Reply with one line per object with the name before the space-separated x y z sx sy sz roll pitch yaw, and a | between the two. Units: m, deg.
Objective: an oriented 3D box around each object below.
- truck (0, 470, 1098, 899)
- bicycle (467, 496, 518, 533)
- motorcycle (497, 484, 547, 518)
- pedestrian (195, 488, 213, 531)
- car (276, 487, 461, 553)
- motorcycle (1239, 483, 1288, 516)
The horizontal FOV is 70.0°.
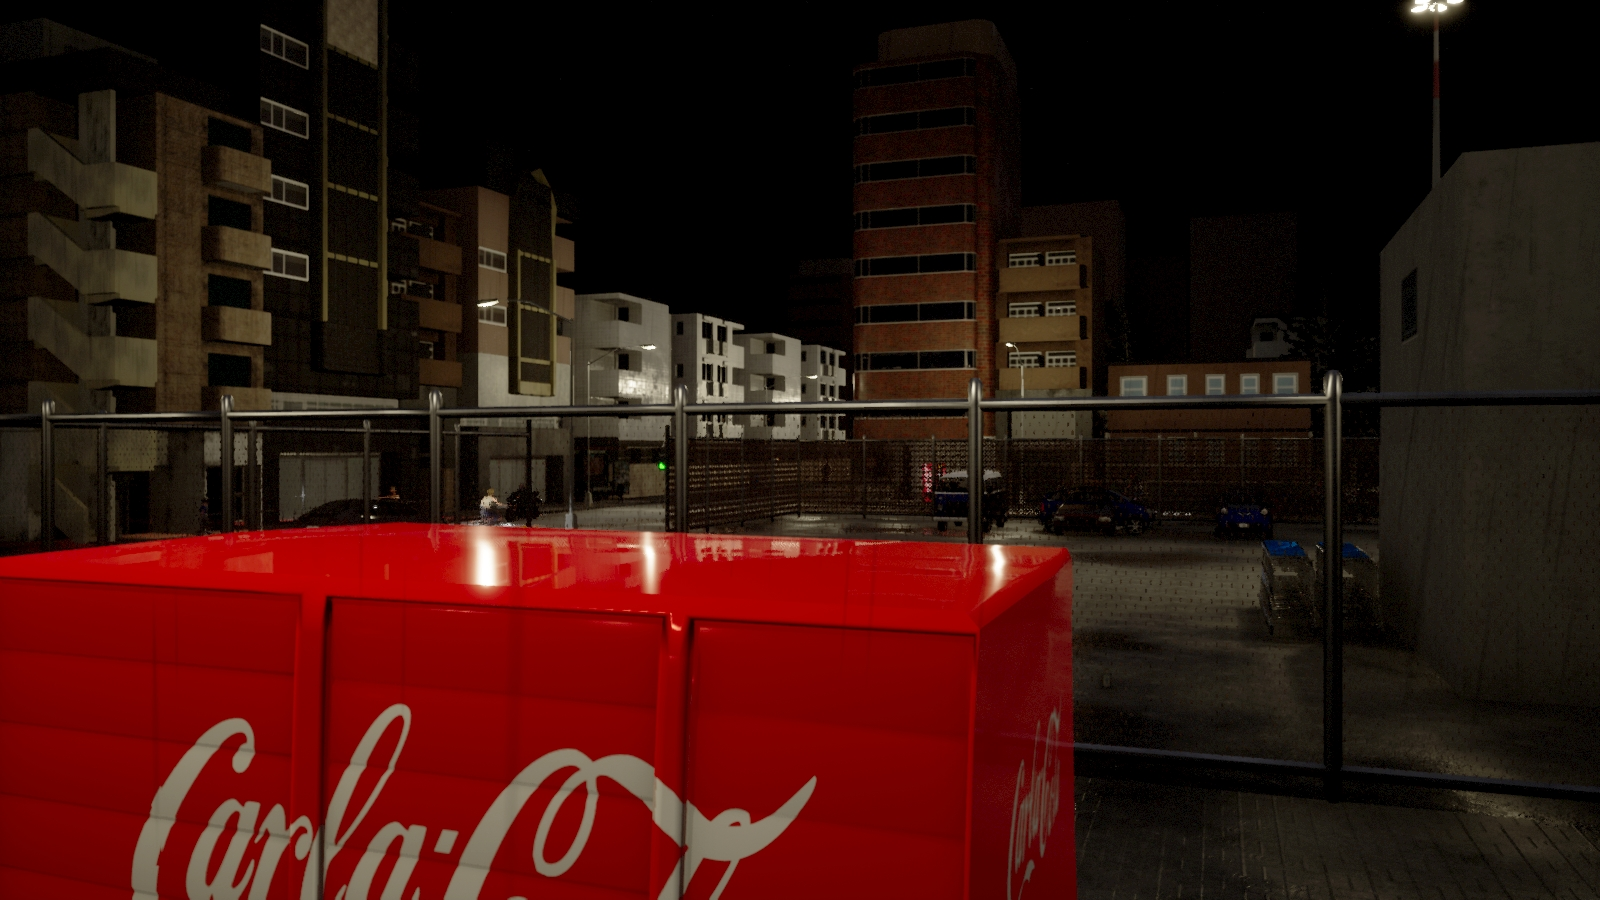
truck | -1.648 1.350 4.450 5.204 2.467 2.627 0 0 20
bicycle | -9.823 2.048 36.540 0.859 1.080 1.487 0 -1 20
motorcycle | -10.959 1.998 45.120 0.867 1.251 2.209 0 0 20
pedestrian | -18.274 1.819 35.016 0.375 1.300 0.375 0 0 44
car | -11.743 1.854 31.506 2.163 1.488 4.792 0 0 20
motorcycle | 18.400 1.961 45.402 1.805 1.236 0.856 0 0 20
